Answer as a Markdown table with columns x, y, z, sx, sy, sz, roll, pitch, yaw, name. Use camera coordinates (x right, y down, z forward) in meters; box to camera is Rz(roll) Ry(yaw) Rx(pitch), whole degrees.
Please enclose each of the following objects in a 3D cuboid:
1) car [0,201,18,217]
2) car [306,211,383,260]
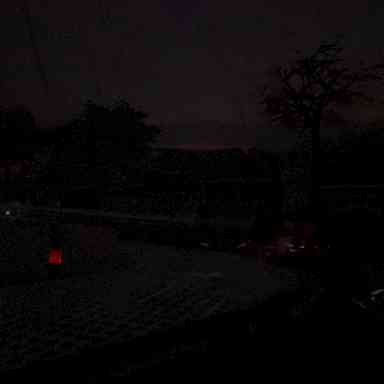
| x | y | z | sx | sy | sz | roll | pitch | yaw | name |
| --- | --- | --- | --- | --- | --- | --- | --- | --- | --- |
| -18.217 | 1.620 | 31.574 | 4.902 | 1.511 | 2.128 | 0 | 3 | 44 | car |
| 6.640 | 1.537 | 12.117 | 4.553 | 1.767 | 2.097 | 0 | 2 | 32 | car |
